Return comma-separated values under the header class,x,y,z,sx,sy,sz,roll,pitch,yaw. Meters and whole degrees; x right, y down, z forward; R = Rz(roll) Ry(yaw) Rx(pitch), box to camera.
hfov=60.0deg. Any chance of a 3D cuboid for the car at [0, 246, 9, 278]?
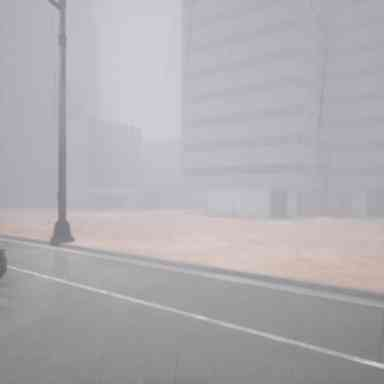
class,x,y,z,sx,sy,sz,roll,pitch,yaw
car,-6.667,1.553,8.726,4.181,1.385,1.994,0,0,36
